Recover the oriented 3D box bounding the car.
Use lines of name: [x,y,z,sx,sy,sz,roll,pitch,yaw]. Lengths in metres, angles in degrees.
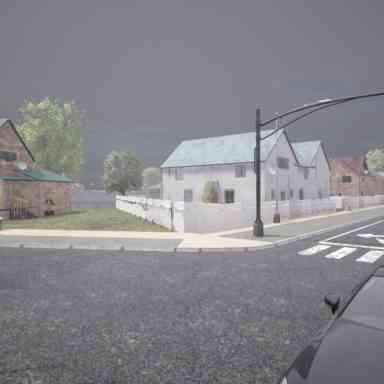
car: [2.573,1.525,3.480,1.812,1.442,4.674,0,0,42]
